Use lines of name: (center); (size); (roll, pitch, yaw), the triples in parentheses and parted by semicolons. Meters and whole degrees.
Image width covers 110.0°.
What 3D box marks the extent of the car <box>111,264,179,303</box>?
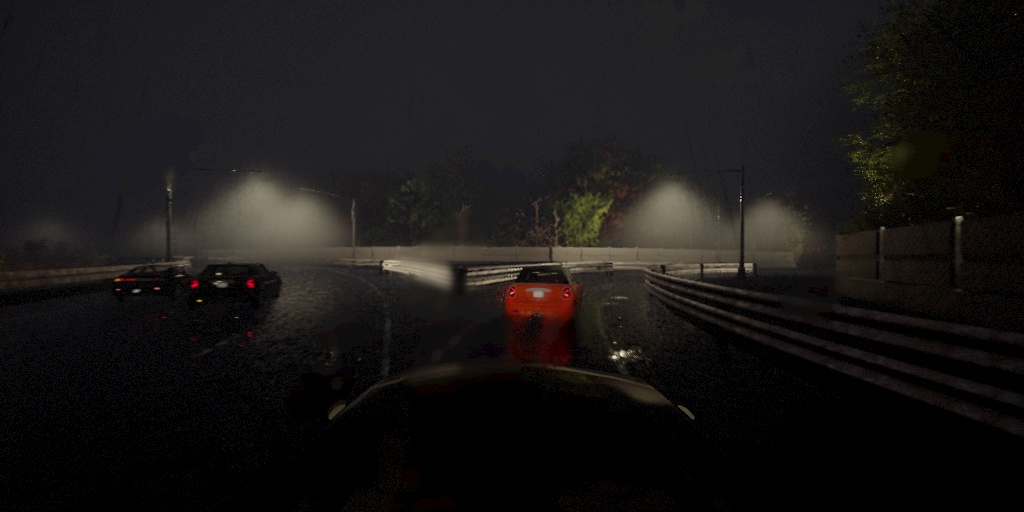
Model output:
car: (-15.205, 1.112, 15.815); (2.128, 1.511, 4.902); (0, 0, -24)

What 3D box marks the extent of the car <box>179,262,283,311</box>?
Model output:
car: (-10.752, 1.008, 14.299); (2.097, 1.767, 4.553); (0, 0, -22)

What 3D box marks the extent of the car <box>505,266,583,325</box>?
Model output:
car: (1.255, 1.100, 12.134); (2.097, 1.767, 4.553); (1, 0, 14)
